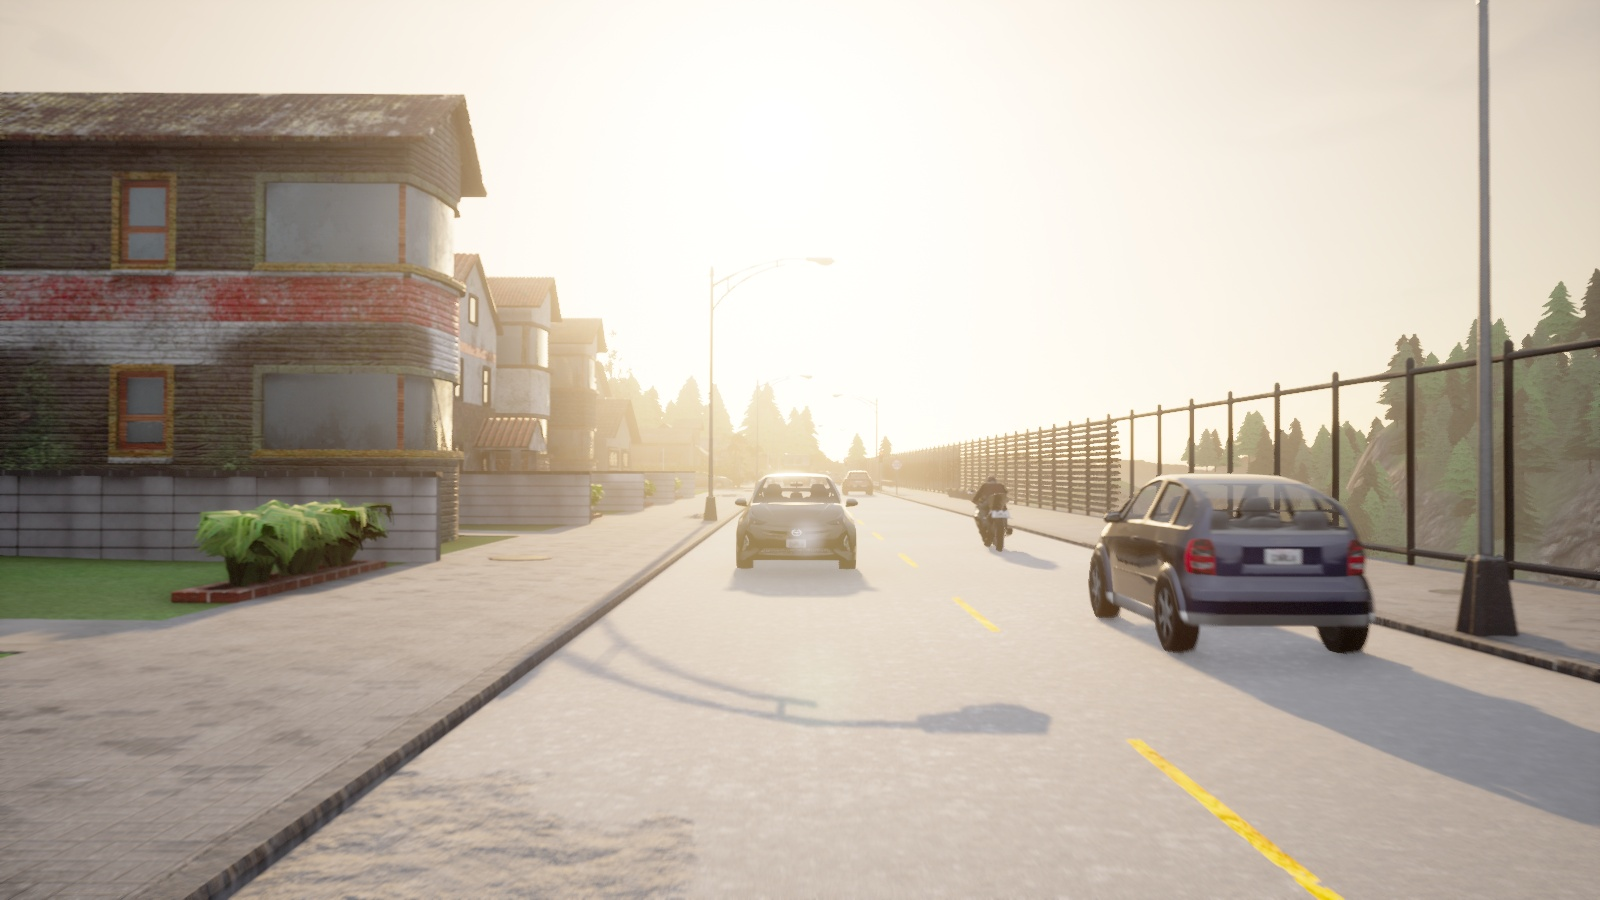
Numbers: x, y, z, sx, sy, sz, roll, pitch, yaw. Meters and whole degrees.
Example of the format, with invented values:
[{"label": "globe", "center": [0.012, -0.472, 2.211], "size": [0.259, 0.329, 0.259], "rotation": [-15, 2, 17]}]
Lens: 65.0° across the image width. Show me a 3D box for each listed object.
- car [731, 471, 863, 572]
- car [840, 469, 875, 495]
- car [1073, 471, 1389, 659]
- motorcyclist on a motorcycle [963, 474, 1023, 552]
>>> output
[{"label": "car", "center": [-0.052, 1.119, 21.340], "size": [2.007, 1.525, 4.514], "rotation": [0, -1, 0]}, {"label": "car", "center": [3.797, 2.127, 83.530], "size": [2.033, 1.649, 4.856], "rotation": [0, -1, 0]}, {"label": "car", "center": [3.970, 0.982, 12.252], "size": [1.789, 1.549, 3.705], "rotation": [0, -1, 0]}, {"label": "motorcyclist on a motorcycle", "center": [3.937, 1.266, 25.802], "size": [0.866, 1.530, 2.191], "rotation": [0, -1, 0]}]
